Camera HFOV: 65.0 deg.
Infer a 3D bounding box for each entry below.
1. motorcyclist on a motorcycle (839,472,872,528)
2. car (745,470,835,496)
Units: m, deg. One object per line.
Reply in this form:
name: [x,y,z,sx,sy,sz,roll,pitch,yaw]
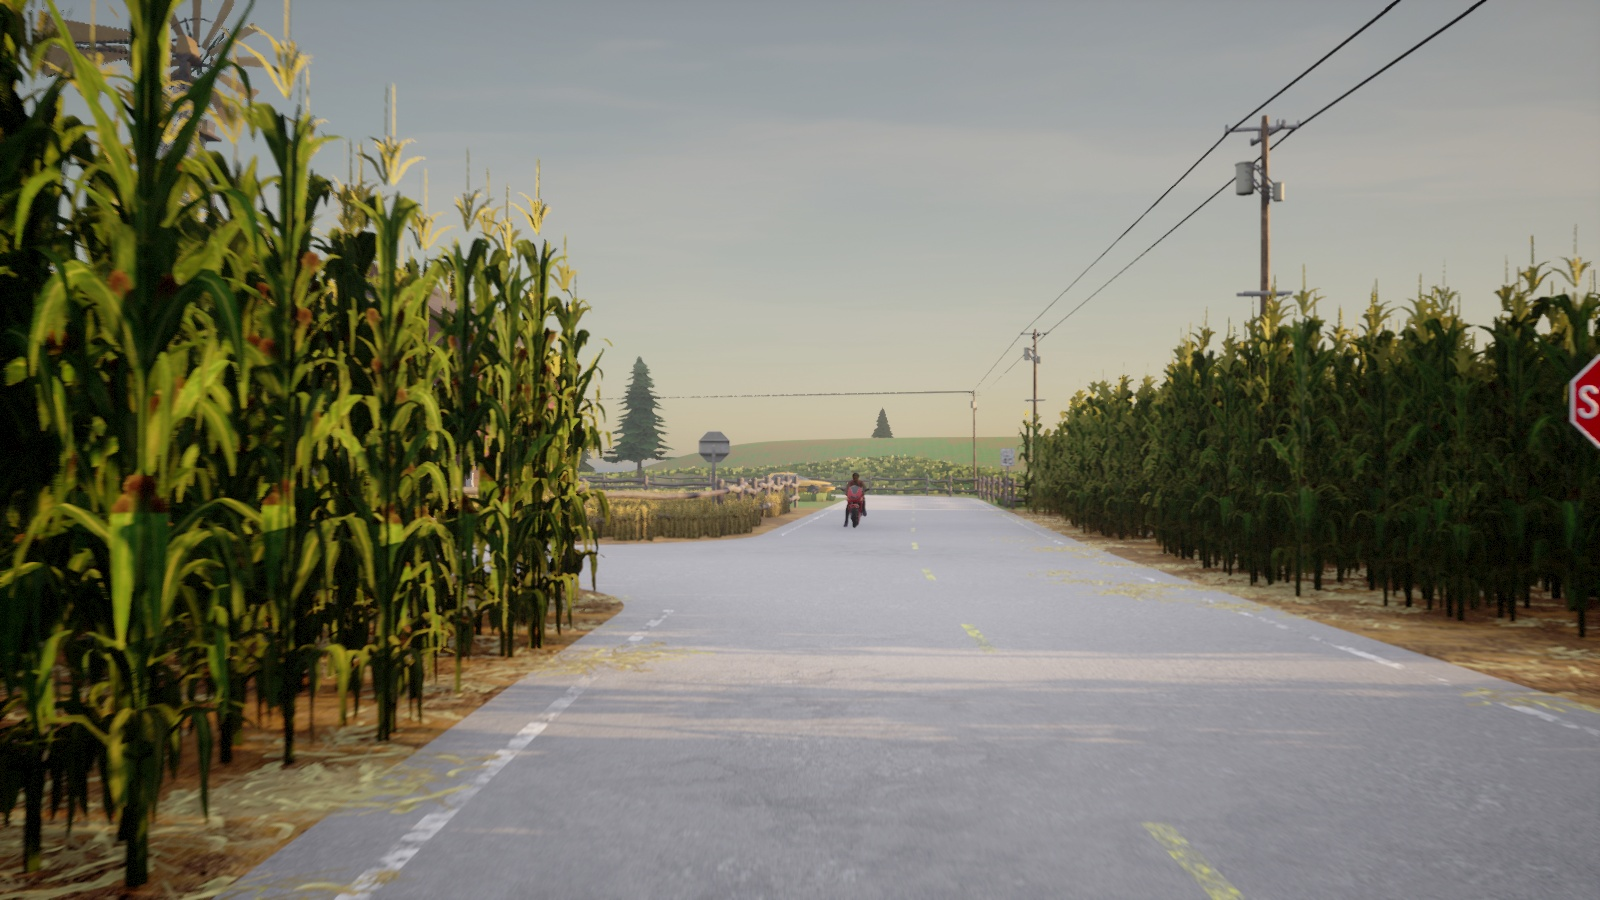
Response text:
motorcyclist on a motorcycle: [1.564,1.379,35.122,0.797,1.523,2.044,0,-1,5]
car: [-0.584,2.067,78.339,5.366,1.575,1.801,0,-1,11]
